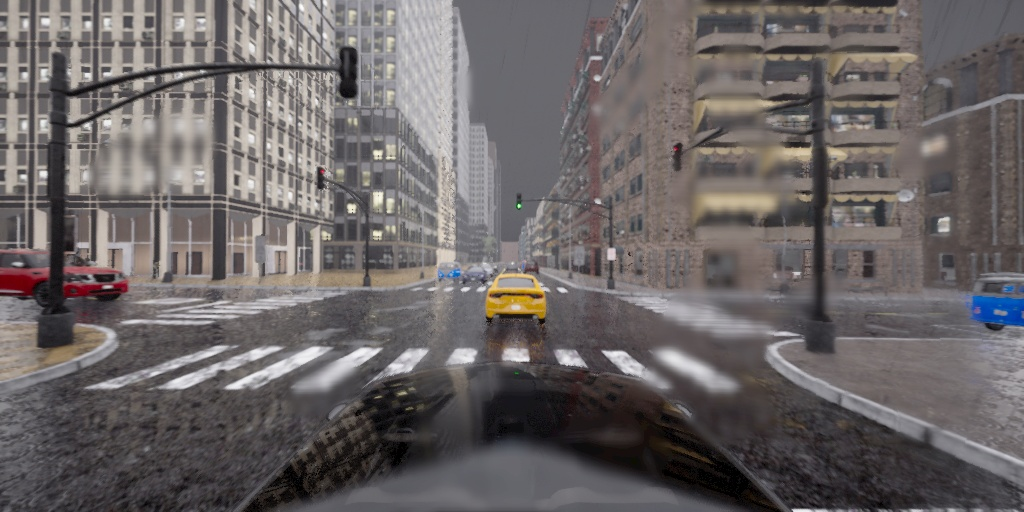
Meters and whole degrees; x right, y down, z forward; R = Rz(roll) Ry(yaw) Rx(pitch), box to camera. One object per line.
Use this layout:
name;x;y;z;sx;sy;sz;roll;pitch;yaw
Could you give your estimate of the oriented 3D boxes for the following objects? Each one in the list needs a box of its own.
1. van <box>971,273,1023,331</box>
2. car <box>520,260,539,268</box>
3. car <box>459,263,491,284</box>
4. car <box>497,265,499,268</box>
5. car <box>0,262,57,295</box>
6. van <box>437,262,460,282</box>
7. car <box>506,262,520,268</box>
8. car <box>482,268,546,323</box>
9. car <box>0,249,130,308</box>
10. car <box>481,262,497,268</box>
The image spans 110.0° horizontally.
van;16.911;1.551;11.045;3.998;1.789;1.690;0;0;0
car;2.686;1.574;49.457;2.192;1.841;5.009;0;0;0
car;-3.080;1.578;30.432;1.812;1.442;4.674;0;-1;0
car;-3.038;1.882;56.345;2.033;1.411;5.357;0;-1;1
car;-25.442;0.990;16.898;5.357;1.411;2.033;1;-1;0
van;-5.693;1.419;32.803;1.690;1.789;3.998;0;0;0
car;-0.003;1.964;62.305;1.994;1.385;4.181;0;-1;0
car;0.124;1.382;13.022;1.882;1.535;5.008;1;-1;0
car;-18.184;0.776;13.706;5.566;2.045;2.150;1;-1;0
car;-3.090;1.695;41.191;1.812;1.442;4.674;0;-1;0
